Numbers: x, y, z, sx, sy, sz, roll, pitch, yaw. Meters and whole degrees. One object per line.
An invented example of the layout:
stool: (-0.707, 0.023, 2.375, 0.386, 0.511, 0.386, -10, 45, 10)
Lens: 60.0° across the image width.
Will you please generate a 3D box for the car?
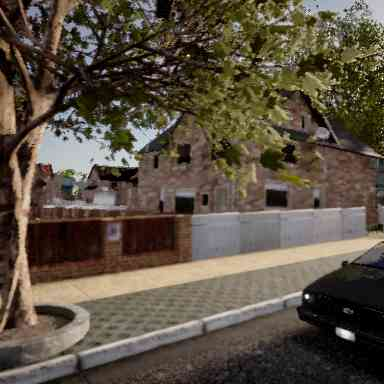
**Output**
car: (4.276, 1.580, 6.120, 5.357, 1.411, 2.033, 0, 0, -35)
